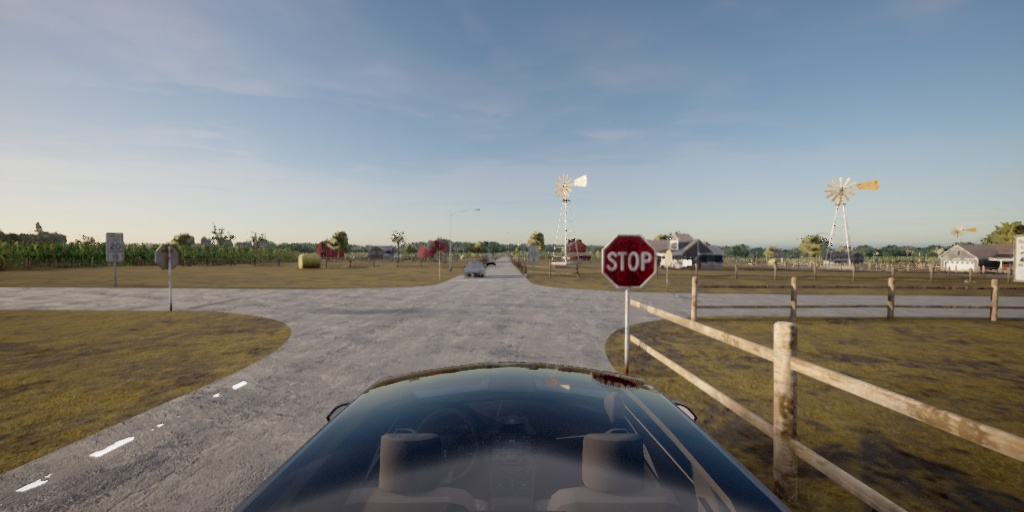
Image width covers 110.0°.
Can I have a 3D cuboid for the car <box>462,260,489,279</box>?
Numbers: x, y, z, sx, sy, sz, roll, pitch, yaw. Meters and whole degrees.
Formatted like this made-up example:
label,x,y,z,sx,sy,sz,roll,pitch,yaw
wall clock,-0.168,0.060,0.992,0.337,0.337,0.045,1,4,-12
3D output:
label,x,y,z,sx,sy,sz,roll,pitch,yaw
car,-3.356,1.296,32.580,1.837,1.490,4.892,0,2,-1
